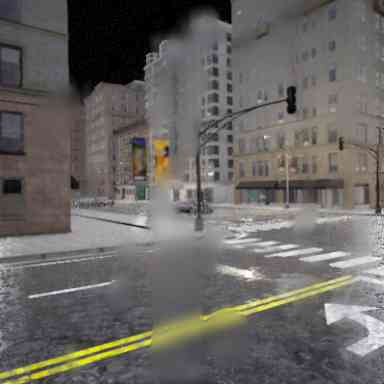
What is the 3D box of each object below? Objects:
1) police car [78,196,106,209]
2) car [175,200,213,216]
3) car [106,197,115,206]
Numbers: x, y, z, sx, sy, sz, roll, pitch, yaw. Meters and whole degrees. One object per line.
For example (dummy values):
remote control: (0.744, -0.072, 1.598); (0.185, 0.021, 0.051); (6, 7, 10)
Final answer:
police car: (-14.474, 1.423, 46.966); (1.930, 1.638, 5.238); (-1, 1, -36)
car: (0.134, 1.495, 32.012); (1.994, 1.385, 4.181); (-1, 1, -36)
car: (-13.364, 1.456, 50.884); (1.837, 1.490, 4.892); (-1, 0, -35)
